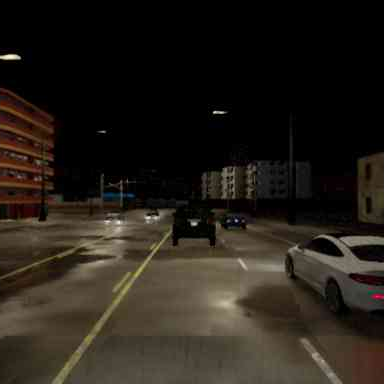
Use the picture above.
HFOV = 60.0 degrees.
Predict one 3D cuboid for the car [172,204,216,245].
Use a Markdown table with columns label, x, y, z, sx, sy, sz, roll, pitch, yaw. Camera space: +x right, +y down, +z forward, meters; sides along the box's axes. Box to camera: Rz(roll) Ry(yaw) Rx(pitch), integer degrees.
| label | x | y | z | sx | sy | sz | roll | pitch | yaw |
| --- | --- | --- | --- | --- | --- | --- | --- | --- | --- |
| car | 0.096 | 1.710 | 18.350 | 2.150 | 2.045 | 5.566 | 0 | -2 | 0 |

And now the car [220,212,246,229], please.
| label | x | y | z | sx | sy | sz | roll | pitch | yaw |
| --- | --- | --- | --- | --- | --- | --- | --- | --- | --- |
| car | 3.593 | 2.512 | 29.510 | 2.033 | 1.411 | 5.357 | 0 | -2 | 0 |

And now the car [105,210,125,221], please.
| label | x | y | z | sx | sy | sz | roll | pitch | yaw |
| --- | --- | --- | --- | --- | --- | --- | --- | --- | --- |
| car | -10.592 | 3.204 | 46.201 | 1.812 | 1.442 | 4.674 | 0 | -3 | 0 |

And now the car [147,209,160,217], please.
| label | x | y | z | sx | sy | sz | roll | pitch | yaw |
| --- | --- | --- | --- | --- | --- | --- | --- | --- | --- |
| car | -7.010 | 3.750 | 60.426 | 1.812 | 1.442 | 4.674 | 0 | -2 | -1 |

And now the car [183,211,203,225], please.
| label | x | y | z | sx | sy | sz | roll | pitch | yaw |
| --- | --- | --- | --- | --- | --- | --- | --- | --- | --- |
| car | 0.090 | 2.806 | 35.981 | 1.994 | 1.385 | 4.181 | 0 | -2 | 0 |

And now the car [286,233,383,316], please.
| label | x | y | z | sx | sy | sz | roll | pitch | yaw |
| --- | --- | --- | --- | --- | --- | --- | --- | --- | --- |
| car | 3.597 | 1.668 | 7.682 | 1.812 | 1.442 | 4.674 | 0 | -1 | 0 |
